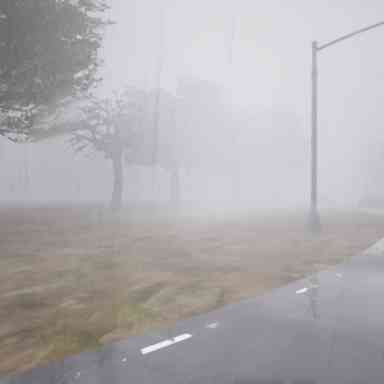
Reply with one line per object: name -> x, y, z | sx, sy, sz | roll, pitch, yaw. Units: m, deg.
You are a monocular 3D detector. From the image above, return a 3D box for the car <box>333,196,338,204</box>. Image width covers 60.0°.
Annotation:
car -> 27.347, 1.512, 64.920 | 2.033, 1.411, 5.357 | 1, 0, 18

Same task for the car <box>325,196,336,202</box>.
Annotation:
car -> 34.414, 1.698, 82.409 | 1.895, 1.301, 4.718 | 0, 0, 30

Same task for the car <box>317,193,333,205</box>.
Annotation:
car -> 22.614, 1.237, 58.388 | 2.150, 2.045, 5.566 | 1, 0, 12

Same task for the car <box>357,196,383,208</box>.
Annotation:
car -> 24.964, 1.310, 46.674 | 2.097, 1.767, 4.553 | 1, 0, 5
